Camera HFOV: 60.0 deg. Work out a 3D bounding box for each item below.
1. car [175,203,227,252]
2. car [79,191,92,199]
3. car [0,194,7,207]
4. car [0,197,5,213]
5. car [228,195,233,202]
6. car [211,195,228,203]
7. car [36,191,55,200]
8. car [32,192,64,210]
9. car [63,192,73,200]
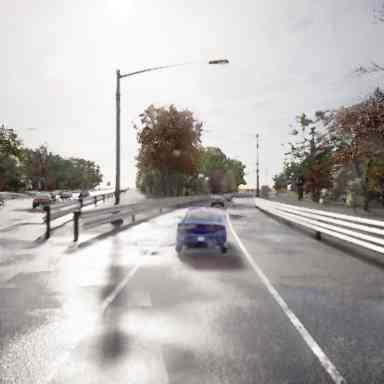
[{"bbox_3d":[0.420,1.429,13.775,1.882,1.535,5.008,0,0,3],"label":"car"},{"bbox_3d":[-20.422,0.551,63.927,2.097,1.767,4.553,0,1,-10],"label":"car"},{"bbox_3d":[-22.559,0.988,37.134,1.994,1.385,4.181,0,0,-10],"label":"car"},{"bbox_3d":[-17.152,0.909,26.978,2.097,1.767,4.553,0,1,-10],"label":"car"},{"bbox_3d":[7.023,1.319,66.121,2.033,1.411,5.357,0,0,13],"label":"car"},{"bbox_3d":[3.817,1.346,48.043,1.837,1.490,4.892,0,1,9],"label":"car"},{"bbox_3d":[-27.190,0.680,62.007,2.128,1.511,4.902,0,1,-10],"label":"car"},{"bbox_3d":[-14.900,1.011,34.147,1.837,1.490,4.892,0,0,-10],"label":"car"},{"bbox_3d":[-23.838,0.734,63.137,1.994,1.385,4.181,0,1,-10],"label":"car"}]
